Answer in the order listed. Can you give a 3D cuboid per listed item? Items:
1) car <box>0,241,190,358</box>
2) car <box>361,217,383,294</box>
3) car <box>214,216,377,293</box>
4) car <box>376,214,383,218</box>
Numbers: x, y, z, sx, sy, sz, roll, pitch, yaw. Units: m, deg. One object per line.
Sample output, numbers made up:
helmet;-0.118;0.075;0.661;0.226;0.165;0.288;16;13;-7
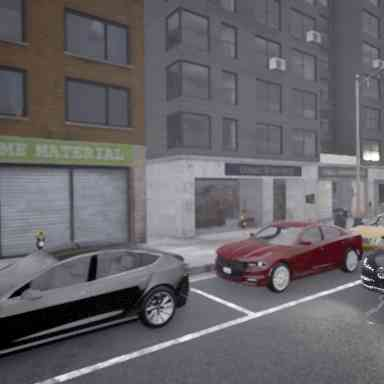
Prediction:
car;-2.028;1.543;5.311;4.313;1.339;1.947;-1;1;-35
car;5.661;1.366;7.349;4.892;1.490;1.837;-1;1;-35
car;2.607;1.433;8.572;4.507;1.381;1.887;-1;1;-35
car;7.103;1.327;11.735;4.829;1.417;1.752;-1;1;-35
